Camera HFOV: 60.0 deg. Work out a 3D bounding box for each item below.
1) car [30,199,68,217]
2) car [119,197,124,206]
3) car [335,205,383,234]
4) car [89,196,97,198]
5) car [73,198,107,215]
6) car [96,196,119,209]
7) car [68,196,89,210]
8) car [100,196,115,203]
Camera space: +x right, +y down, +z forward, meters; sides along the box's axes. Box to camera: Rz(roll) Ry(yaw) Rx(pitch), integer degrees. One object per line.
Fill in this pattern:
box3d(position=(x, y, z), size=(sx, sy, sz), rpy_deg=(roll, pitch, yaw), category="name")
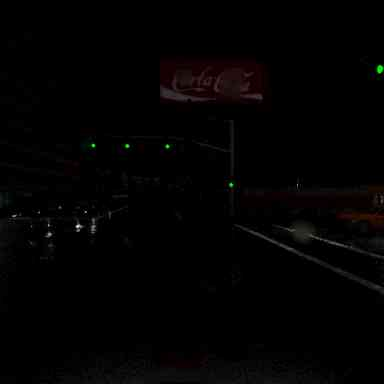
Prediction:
box3d(position=(-13.721, 1.526, 31.730), size=(1.812, 1.442, 4.674), rpy_deg=(0, 0, -5), category="car")
box3d(position=(-12.245, 1.525, 54.358), size=(1.812, 1.442, 4.674), rpy_deg=(0, 0, -5), category="car")
box3d(position=(10.651, 1.478, 18.669), size=(5.008, 1.535, 1.882), rpy_deg=(0, 0, -5), category="car")
box3d(position=(-15.467, 1.352, 51.016), size=(2.097, 1.767, 4.553), rpy_deg=(0, 0, -5), category="car")
box3d(position=(-10.432, 1.601, 34.245), size=(1.895, 1.301, 4.718), rpy_deg=(0, 0, -5), category="car")
box3d(position=(-11.349, 1.601, 44.271), size=(1.895, 1.301, 4.718), rpy_deg=(0, 0, -5), category="car")
box3d(position=(-14.562, 1.477, 40.950), size=(1.882, 1.535, 5.008), rpy_deg=(0, 0, -5), category="car")
box3d(position=(-16.798, 1.458, 66.378), size=(2.033, 1.411, 5.357), rpy_deg=(0, 0, -5), category="car")
